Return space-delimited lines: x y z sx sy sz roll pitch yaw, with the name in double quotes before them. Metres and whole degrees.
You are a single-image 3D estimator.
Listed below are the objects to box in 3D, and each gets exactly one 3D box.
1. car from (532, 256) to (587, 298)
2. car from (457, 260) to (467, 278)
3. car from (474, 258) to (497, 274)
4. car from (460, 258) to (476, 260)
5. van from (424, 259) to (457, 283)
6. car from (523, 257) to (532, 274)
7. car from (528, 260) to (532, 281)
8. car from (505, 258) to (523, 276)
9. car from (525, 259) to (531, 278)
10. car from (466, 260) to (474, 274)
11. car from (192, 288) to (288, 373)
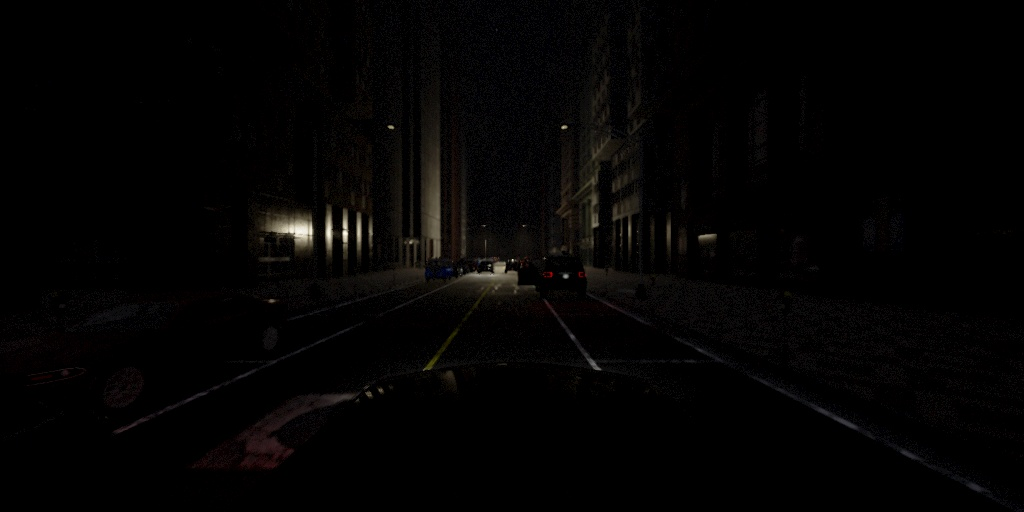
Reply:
"car" 2.398 0.999 18.647 2.150 2.045 5.566 0 0 0
"car" -5.756 1.370 34.200 1.948 1.339 4.313 0 0 0
"car" -3.077 1.325 42.520 1.837 1.490 4.892 0 0 0
"car" -5.754 1.139 45.473 2.192 1.841 5.009 0 0 0
"van" -5.757 1.135 28.563 1.690 1.789 3.998 0 0 0
"car" 2.772 1.274 51.118 1.967 1.591 4.097 0 0 0
"car" 2.769 1.330 34.380 1.751 1.417 4.829 0 0 0
"car" 0.076 1.348 44.045 1.812 1.442 4.674 0 0 1
"car" 2.770 1.365 39.846 2.007 1.370 4.403 0 0 0
"car" -5.755 1.380 39.837 1.948 1.339 4.313 0 0 0
"car" -5.762 1.302 6.017 1.888 1.381 4.507 0 0 0
